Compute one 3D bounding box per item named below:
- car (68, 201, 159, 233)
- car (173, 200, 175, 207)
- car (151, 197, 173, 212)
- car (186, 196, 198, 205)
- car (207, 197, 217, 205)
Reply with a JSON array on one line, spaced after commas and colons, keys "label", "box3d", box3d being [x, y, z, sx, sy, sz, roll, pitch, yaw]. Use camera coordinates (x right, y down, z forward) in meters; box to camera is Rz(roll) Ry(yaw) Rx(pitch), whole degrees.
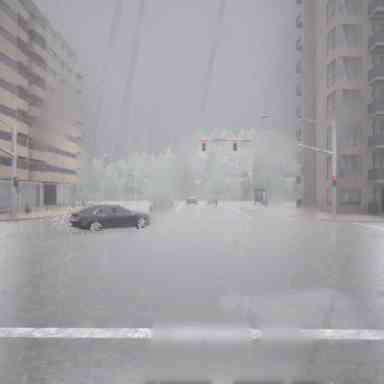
[{"label": "car", "box3d": [-4.690, 1.505, 19.571, 4.892, 1.490, 1.837, 0, 1, -38]}, {"label": "car", "box3d": [-3.606, 1.505, 48.061, 1.837, 1.490, 4.892, 0, 0, 0]}, {"label": "car", "box3d": [-3.614, 1.352, 38.279, 2.097, 1.767, 4.553, 0, 0, 0]}, {"label": "car", "box3d": [-0.024, 1.526, 60.009, 1.812, 1.442, 4.674, 0, 0, 0]}, {"label": "car", "box3d": [3.720, 1.547, 60.779, 2.033, 1.411, 5.357, 0, 0, 4]}]
